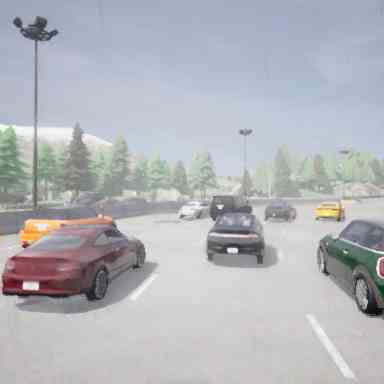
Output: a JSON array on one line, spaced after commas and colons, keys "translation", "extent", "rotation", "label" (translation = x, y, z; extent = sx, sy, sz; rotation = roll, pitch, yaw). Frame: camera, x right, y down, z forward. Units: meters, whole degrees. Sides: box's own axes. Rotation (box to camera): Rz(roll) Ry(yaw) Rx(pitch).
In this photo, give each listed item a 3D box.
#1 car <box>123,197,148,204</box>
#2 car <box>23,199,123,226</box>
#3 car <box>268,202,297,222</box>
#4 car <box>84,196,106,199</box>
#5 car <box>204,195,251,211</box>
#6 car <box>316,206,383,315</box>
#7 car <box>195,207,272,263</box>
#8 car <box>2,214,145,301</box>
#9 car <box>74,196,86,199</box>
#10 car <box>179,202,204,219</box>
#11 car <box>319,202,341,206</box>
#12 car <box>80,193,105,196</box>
[{"translation": [-6.961, 1.374, 38.046], "extent": [2.097, 1.767, 4.553], "rotation": [0, 0, 31], "label": "car"}, {"translation": [-4.979, 1.347, 14.113], "extent": [2.097, 1.767, 4.553], "rotation": [0, 0, 12], "label": "car"}, {"translation": [7.440, 1.579, 27.698], "extent": [2.128, 1.511, 4.902], "rotation": [0, 0, 28], "label": "car"}, {"translation": [-10.138, 1.532, 39.531], "extent": [1.812, 1.442, 4.674], "rotation": [0, 0, 31], "label": "car"}, {"translation": [3.286, 1.285, 27.367], "extent": [2.150, 2.045, 5.566], "rotation": [0, 0, 26], "label": "car"}, {"translation": [4.417, 1.390, 7.664], "extent": [2.097, 1.767, 4.553], "rotation": [0, 0, 8], "label": "car"}, {"translation": [1.709, 1.521, 12.208], "extent": [2.128, 1.511, 4.902], "rotation": [0, 0, 12], "label": "car"}, {"translation": [-2.584, 1.525, 8.280], "extent": [1.812, 1.442, 4.674], "rotation": [0, 0, 8], "label": "car"}, {"translation": [-12.882, 1.543, 41.903], "extent": [2.033, 1.411, 5.357], "rotation": [0, 0, 30], "label": "car"}, {"translation": [0.478, 1.576, 29.434], "extent": [1.812, 1.442, 4.674], "rotation": [0, 0, 26], "label": "car"}, {"translation": [11.958, 1.592, 28.647], "extent": [1.882, 1.535, 5.008], "rotation": [0, 0, 30], "label": "car"}, {"translation": [-14.368, 1.215, 46.136], "extent": [2.150, 2.045, 5.566], "rotation": [0, 0, 32], "label": "car"}]
